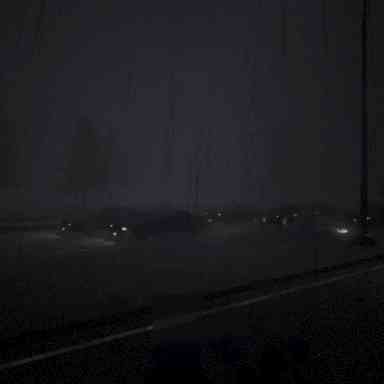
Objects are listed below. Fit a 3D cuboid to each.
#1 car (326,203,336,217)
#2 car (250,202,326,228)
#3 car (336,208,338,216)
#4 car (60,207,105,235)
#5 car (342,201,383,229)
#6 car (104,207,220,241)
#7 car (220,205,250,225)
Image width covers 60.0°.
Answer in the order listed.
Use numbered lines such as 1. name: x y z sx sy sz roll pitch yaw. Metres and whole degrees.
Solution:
1. car: 11.453 1.625 30.460 4.181 1.385 1.994 0 0 -35
2. car: 6.655 1.534 22.826 4.902 1.511 2.128 0 0 -35
3. car: 14.897 1.543 28.588 5.008 1.535 1.882 0 0 -35
4. car: -4.607 1.564 19.110 5.357 1.411 2.033 0 0 -35
5. car: 12.276 1.576 22.404 4.892 1.490 1.837 1 0 -35
6. car: -1.434 1.567 17.077 5.357 1.411 2.033 0 0 -35
7. car: 3.249 1.639 24.694 4.718 1.301 1.895 0 0 -35
